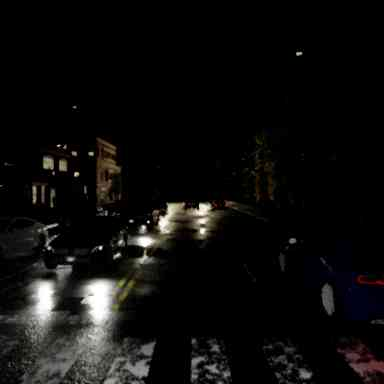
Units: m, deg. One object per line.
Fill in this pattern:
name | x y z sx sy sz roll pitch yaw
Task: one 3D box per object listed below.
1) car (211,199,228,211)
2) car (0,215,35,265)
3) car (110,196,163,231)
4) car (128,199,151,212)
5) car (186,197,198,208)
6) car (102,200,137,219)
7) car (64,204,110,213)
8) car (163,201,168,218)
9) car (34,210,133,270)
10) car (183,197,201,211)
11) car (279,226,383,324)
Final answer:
car | 3.346 1.629 41.392 2.033 1.411 5.357 0 0 0
car | -6.597 1.548 11.368 1.812 1.442 4.674 0 0 2
car | -3.343 1.264 21.281 2.150 2.045 5.566 0 0 1
car | -6.539 1.629 41.963 2.033 1.411 5.357 0 0 1
car | -0.003 1.578 51.969 1.882 1.535 5.008 0 0 0
car | -6.578 1.552 30.796 2.128 1.511 4.902 0 0 0
car | -6.597 1.532 20.542 2.128 1.511 4.902 0 0 0
car | -3.328 1.540 31.647 1.882 1.535 5.008 0 0 1
car | -3.353 1.548 11.333 1.812 1.442 4.674 0 0 -2
car | -0.004 1.586 41.549 1.837 1.490 4.892 0 0 0
car | 3.350 1.492 7.313 1.882 1.535 5.008 0 0 0
